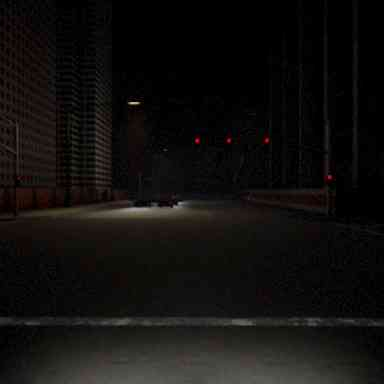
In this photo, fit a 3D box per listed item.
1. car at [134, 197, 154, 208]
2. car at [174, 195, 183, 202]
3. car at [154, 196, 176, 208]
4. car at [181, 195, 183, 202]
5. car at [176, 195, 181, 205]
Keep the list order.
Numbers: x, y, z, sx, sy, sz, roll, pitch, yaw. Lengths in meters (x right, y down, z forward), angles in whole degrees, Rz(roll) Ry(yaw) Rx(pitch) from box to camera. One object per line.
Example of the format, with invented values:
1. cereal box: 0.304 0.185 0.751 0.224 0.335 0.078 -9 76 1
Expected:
1. car: -7.054 1.517 47.449 1.895 1.301 4.718 0 0 1
2. car: -2.994 1.367 75.954 1.837 1.490 4.892 0 0 1
3. car: -3.587 1.397 45.580 1.882 1.535 5.008 0 0 1
4. car: -3.106 1.481 69.061 1.895 1.301 4.718 0 0 1
5. car: -3.326 1.504 54.753 1.895 1.301 4.718 0 0 1
